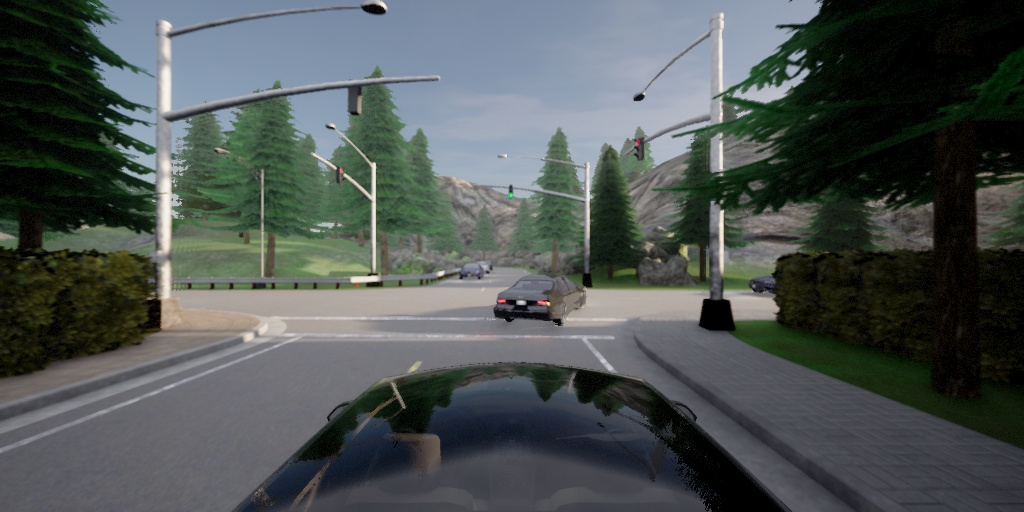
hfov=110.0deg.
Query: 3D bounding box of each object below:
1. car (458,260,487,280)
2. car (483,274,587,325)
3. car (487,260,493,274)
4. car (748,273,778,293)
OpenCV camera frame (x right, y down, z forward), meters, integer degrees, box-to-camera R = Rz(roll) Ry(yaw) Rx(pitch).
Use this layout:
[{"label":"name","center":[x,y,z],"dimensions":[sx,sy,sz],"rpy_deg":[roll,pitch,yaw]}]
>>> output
[{"label":"car","center":[-3.608,1.347,32.636],"dimensions":[1.812,1.442,4.674],"rpy_deg":[0,0,0]},{"label":"car","center":[1.179,1.319,12.101],"dimensions":[2.033,1.411,5.357],"rpy_deg":[0,0,22]},{"label":"car","center":[-3.613,1.370,42.654],"dimensions":[1.812,1.442,4.674],"rpy_deg":[0,0,0]},{"label":"car","center":[14.994,1.301,18.788],"dimensions":[4.674,1.442,1.812],"rpy_deg":[0,0,0]}]
